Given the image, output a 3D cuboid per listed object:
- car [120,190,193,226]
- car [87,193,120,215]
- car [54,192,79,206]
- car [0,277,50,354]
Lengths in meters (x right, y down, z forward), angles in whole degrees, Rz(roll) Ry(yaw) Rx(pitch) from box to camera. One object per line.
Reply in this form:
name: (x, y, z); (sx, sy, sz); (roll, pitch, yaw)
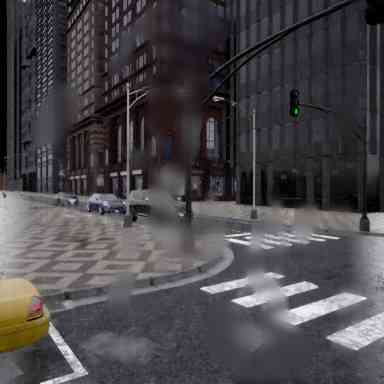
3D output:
car: (-2.192, 0.899, 20.836); (2.150, 2.045, 5.566); (0, 1, -36)
car: (-7.110, 0.873, 27.700); (2.097, 1.767, 4.553); (0, 1, -35)
car: (-14.247, 0.793, 37.668); (2.128, 1.511, 4.902); (0, 1, -35)
car: (-4.223, 1.525, 3.643); (4.829, 1.417, 1.752); (0, 0, -35)
